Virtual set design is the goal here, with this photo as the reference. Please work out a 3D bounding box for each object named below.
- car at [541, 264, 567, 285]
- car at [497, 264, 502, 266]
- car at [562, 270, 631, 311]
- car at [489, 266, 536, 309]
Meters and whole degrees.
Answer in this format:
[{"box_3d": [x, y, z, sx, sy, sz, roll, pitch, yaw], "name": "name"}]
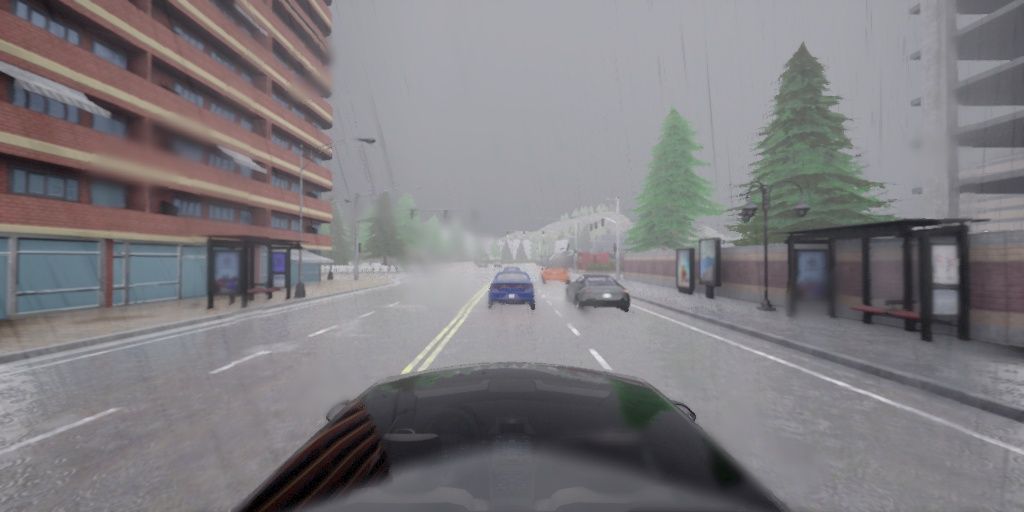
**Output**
[{"box_3d": [3.584, 1.414, 30.250, 2.097, 1.767, 4.553, 0, -1, 2], "name": "car"}, {"box_3d": [-0.022, 1.600, 29.361, 2.033, 1.411, 5.357, 0, -1, -1], "name": "car"}, {"box_3d": [3.523, 1.463, 15.283, 1.994, 1.385, 4.181, 0, -1, 0], "name": "car"}, {"box_3d": [0.026, 1.385, 16.071, 1.882, 1.535, 5.008, 0, 0, 0], "name": "car"}]
